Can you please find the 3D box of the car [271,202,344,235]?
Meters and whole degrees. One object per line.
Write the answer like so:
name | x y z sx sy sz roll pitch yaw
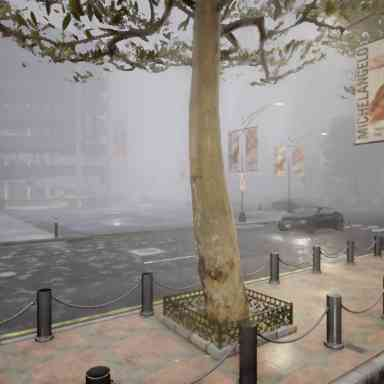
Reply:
car | 6.870 1.526 18.889 4.674 1.442 1.812 0 0 -38

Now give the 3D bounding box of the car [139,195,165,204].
car | -8.107 1.351 64.606 4.553 1.767 2.097 0 0 38

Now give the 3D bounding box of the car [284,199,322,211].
car | 14.089 1.564 42.430 1.994 1.385 4.181 0 0 -36

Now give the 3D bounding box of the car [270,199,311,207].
car | 11.727 1.547 39.420 2.033 1.411 5.357 0 0 -31

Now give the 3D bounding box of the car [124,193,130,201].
car | -17.889 1.165 81.222 5.566 2.045 2.150 0 0 11

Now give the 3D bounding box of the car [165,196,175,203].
car | -5.472 1.526 67.193 4.674 1.442 1.812 0 0 40

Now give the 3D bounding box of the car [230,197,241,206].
car | 6.046 1.477 53.549 1.882 1.535 5.008 0 0 -36

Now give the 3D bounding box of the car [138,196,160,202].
car | -9.545 1.524 74.225 4.674 1.442 1.812 0 0 26

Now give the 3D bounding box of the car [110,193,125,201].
car | -18.822 1.545 77.848 4.718 1.301 1.895 0 0 11

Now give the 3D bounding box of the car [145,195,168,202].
car | -8.332 1.525 77.525 4.902 1.511 2.128 0 0 26

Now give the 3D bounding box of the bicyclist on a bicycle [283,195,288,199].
bicyclist on a bicycle | 17.569 1.300 62.357 1.656 1.620 0.582 0 0 -36
